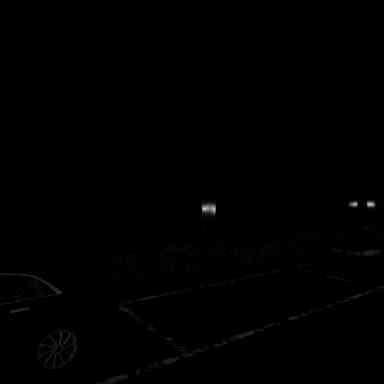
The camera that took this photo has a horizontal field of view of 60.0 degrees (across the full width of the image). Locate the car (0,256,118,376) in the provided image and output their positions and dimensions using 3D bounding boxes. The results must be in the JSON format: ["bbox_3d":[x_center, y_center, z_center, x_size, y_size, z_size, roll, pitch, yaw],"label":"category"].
[{"bbox_3d":[-3.108,1.551,3.976,4.403,1.369,2.008,0,0,-35],"label":"car"}]

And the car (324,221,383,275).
[{"bbox_3d":[5.893,1.582,10.365,4.206,1.307,1.802,0,0,-35],"label":"car"}]
